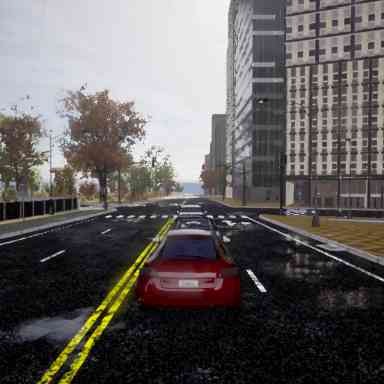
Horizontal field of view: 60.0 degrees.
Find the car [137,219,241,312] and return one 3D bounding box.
[{"bbox_3d":[-0.023,1.561,7.795,1.994,1.385,4.181,0,0,1],"label":"car"}]

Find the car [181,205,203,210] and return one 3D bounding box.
[{"bbox_3d":[-0.008,1.544,21.283,2.033,1.411,5.357,0,0,0],"label":"car"}]

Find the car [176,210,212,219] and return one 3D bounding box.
[{"bbox_3d":[0.074,1.597,13.043,1.895,1.301,4.718,0,0,0],"label":"car"}]
